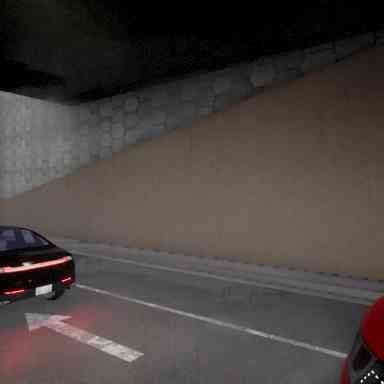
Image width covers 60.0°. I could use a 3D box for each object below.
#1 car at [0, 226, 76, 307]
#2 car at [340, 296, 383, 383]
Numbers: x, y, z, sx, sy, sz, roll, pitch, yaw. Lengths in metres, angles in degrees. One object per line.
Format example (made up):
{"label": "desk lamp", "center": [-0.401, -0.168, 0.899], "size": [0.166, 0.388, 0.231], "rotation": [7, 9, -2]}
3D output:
{"label": "car", "center": [-4.550, 1.492, 7.215], "size": [4.902, 1.511, 2.128], "rotation": [0, 0, 36]}
{"label": "car", "center": [3.627, 1.221, 1.357], "size": [5.566, 2.045, 2.150], "rotation": [0, 0, 35]}
